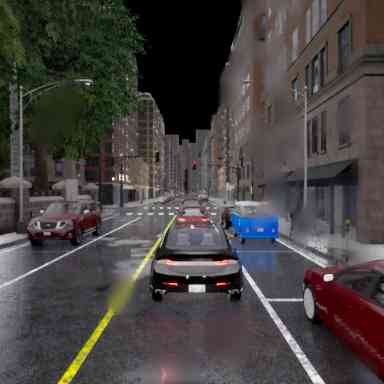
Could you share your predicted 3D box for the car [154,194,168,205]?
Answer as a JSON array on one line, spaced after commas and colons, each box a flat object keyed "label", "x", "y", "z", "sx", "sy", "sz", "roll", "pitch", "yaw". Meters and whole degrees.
[{"label": "car", "x": -5.745, "y": 1.498, "z": 59.089, "sx": 1.752, "sy": 1.417, "sz": 4.829, "roll": 0, "pitch": 0, "yaw": 0}]

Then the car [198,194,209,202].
[{"label": "car", "x": 2.758, "y": 1.410, "z": 75.658, "sx": 1.967, "sy": 1.590, "sz": 4.097, "roll": 0, "pitch": 0, "yaw": 0}]

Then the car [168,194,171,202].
[{"label": "car", "x": -5.752, "y": 1.522, "z": 64.709, "sx": 2.008, "sy": 1.369, "sz": 4.403, "roll": 0, "pitch": 0, "yaw": 0}]

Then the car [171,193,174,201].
[{"label": "car", "x": -5.767, "y": 1.515, "z": 75.611, "sx": 1.887, "sy": 1.381, "sz": 4.507, "roll": 0, "pitch": 0, "yaw": 0}]

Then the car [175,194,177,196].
[{"label": "car", "x": -5.780, "y": 1.523, "z": 86.513, "sx": 2.008, "sy": 1.369, "sz": 4.403, "roll": 0, "pitch": 0, "yaw": 0}]

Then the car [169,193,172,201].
[{"label": "car", "x": -5.759, "y": 1.515, "z": 70.161, "sx": 1.887, "sy": 1.381, "sz": 4.507, "roll": 0, "pitch": 0, "yaw": 0}]

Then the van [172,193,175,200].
[{"label": "van", "x": -5.774, "y": 1.312, "z": 81.062, "sx": 1.690, "sy": 1.788, "sz": 3.998, "roll": 0, "pitch": 0, "yaw": 0}]

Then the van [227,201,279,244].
[{"label": "van", "x": 2.835, "y": 1.341, "z": 15.621, "sx": 1.690, "sy": 1.788, "sz": 3.998, "roll": 0, "pitch": 0, "yaw": 0}]

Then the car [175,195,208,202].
[{"label": "car", "x": 0.013, "y": 1.347, "z": 27.526, "sx": 2.097, "sy": 1.767, "sz": 4.553, "roll": 0, "pitch": 0, "yaw": 2}]

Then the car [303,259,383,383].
[{"label": "car", "x": 2.850, "y": 1.546, "z": 4.300, "sx": 1.887, "sy": 1.381, "sz": 4.507, "roll": 0, "pitch": 0, "yaw": 0}]

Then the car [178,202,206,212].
[{"label": "car", "x": 0.079, "y": 1.525, "z": 18.569, "sx": 1.812, "sy": 1.442, "sz": 4.674, "roll": 0, "pitch": 0, "yaw": 0}]

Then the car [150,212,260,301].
[{"label": "car", "x": 0.089, "y": 1.493, "z": 8.307, "sx": 2.128, "sy": 1.511, "sz": 4.902, "roll": 0, "pitch": 0, "yaw": 0}]

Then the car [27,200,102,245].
[{"label": "car", "x": -5.690, "y": 1.315, "z": 15.570, "sx": 2.192, "sy": 1.841, "sz": 5.009, "roll": 0, "pitch": 0, "yaw": 0}]

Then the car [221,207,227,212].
[{"label": "car", "x": 2.828, "y": 1.564, "z": 21.282, "sx": 1.947, "sy": 1.339, "sz": 4.313, "roll": 0, "pitch": 0, "yaw": 0}]
